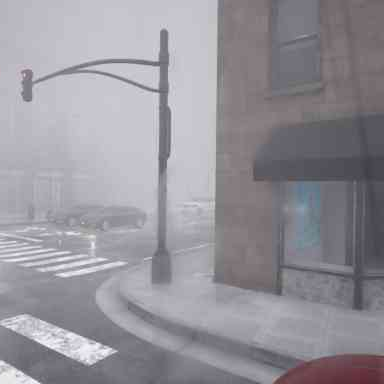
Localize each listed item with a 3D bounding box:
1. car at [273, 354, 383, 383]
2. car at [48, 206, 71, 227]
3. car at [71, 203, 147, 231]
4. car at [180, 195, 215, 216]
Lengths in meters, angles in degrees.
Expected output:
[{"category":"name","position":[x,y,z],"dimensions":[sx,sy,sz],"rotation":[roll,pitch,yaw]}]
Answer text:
[{"category":"car","position":[2.382,1.545,1.254],"dimensions":[4.507,1.381,1.887],"rotation":[0,1,35]},{"category":"car","position":[-7.666,1.569,23.445],"dimensions":[1.837,1.490,4.892],"rotation":[1,0,35]},{"category":"car","position":[-5.015,1.615,21.564],"dimensions":[1.837,1.490,4.892],"rotation":[1,1,35]},{"category":"car","position":[0.991,1.408,35.587],"dimensions":[2.150,2.045,5.566],"rotation":[1,1,36]}]
